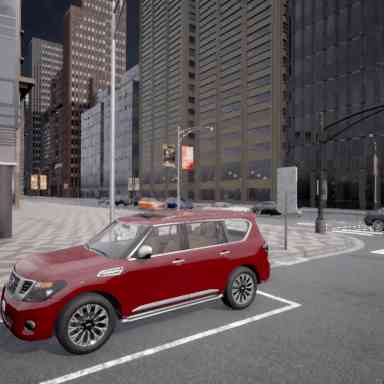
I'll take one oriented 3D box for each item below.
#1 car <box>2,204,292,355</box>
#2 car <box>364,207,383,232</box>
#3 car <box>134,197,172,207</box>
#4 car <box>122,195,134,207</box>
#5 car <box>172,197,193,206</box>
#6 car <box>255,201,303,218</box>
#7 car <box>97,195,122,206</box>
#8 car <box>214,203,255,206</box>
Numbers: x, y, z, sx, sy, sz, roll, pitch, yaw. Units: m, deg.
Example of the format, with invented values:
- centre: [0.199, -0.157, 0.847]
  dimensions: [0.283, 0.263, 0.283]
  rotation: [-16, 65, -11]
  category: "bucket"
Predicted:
- centre: [-0.672, 1.315, 6.290]
  dimensions: [5.009, 1.841, 2.192]
  rotation: [0, 0, -36]
  category: "car"
- centre: [11.977, 1.495, 18.020]
  dimensions: [1.837, 1.490, 4.892]
  rotation: [1, -1, -36]
  category: "car"
- centre: [-4.911, 1.451, 41.479]
  dimensions: [2.097, 1.767, 4.553]
  rotation: [1, -1, -36]
  category: "car"
- centre: [-11.141, 1.487, 55.837]
  dimensions: [2.150, 2.045, 5.566]
  rotation: [1, -1, -36]
  category: "car"
- centre: [-1.725, 1.472, 42.611]
  dimensions: [2.097, 1.767, 4.553]
  rotation: [1, -1, -36]
  category: "car"
- centre: [7.590, 1.549, 29.665]
  dimensions: [2.128, 1.511, 4.902]
  rotation: [1, -1, -36]
  category: "car"
- centre: [-13.795, 1.419, 53.961]
  dimensions: [2.033, 1.411, 5.357]
  rotation: [1, -1, -36]
  category: "car"
- centre: [3.129, 1.646, 30.304]
  dimensions: [1.895, 1.301, 4.718]
  rotation: [1, -1, -36]
  category: "car"
